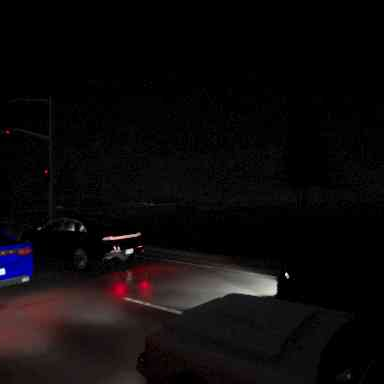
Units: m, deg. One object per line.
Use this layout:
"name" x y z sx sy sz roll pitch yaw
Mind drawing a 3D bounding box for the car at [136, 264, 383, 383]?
"car" 1.780 1.601 2.724 4.718 1.301 1.895 0 0 36

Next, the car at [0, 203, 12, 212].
"car" -22.196 1.601 35.761 1.895 1.301 4.718 0 0 35

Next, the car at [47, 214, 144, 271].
"car" -3.764 1.491 10.962 4.902 1.511 2.128 0 0 36

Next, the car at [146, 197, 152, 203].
"car" -7.483 1.506 69.000 1.837 1.490 4.892 0 0 35

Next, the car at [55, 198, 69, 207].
"car" -18.941 1.547 52.691 2.033 1.411 5.357 0 0 35

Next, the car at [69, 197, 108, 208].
"car" -14.269 1.492 47.157 2.128 1.511 4.902 0 0 35

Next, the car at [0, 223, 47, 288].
"car" -5.899 1.478 8.186 5.008 1.535 1.882 0 0 36

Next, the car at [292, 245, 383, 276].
"car" 3.630 1.564 5.699 4.181 1.385 1.994 0 0 36

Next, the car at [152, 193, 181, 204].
"car" -4.247 1.223 61.515 2.150 2.045 5.566 0 0 35
